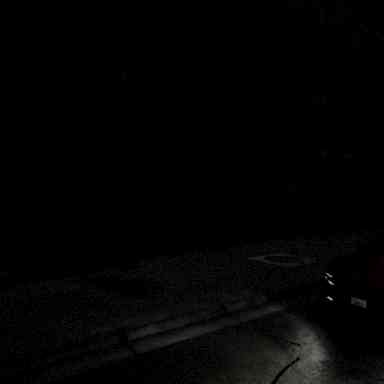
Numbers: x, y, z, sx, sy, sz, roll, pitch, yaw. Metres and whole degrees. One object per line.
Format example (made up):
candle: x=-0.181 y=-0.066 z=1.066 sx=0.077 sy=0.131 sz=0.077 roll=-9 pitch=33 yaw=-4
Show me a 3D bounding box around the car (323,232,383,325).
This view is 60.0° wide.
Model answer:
car: x=4.670 y=1.476 z=6.715 sx=5.008 sy=1.535 sz=1.882 roll=0 pitch=0 yaw=-36
